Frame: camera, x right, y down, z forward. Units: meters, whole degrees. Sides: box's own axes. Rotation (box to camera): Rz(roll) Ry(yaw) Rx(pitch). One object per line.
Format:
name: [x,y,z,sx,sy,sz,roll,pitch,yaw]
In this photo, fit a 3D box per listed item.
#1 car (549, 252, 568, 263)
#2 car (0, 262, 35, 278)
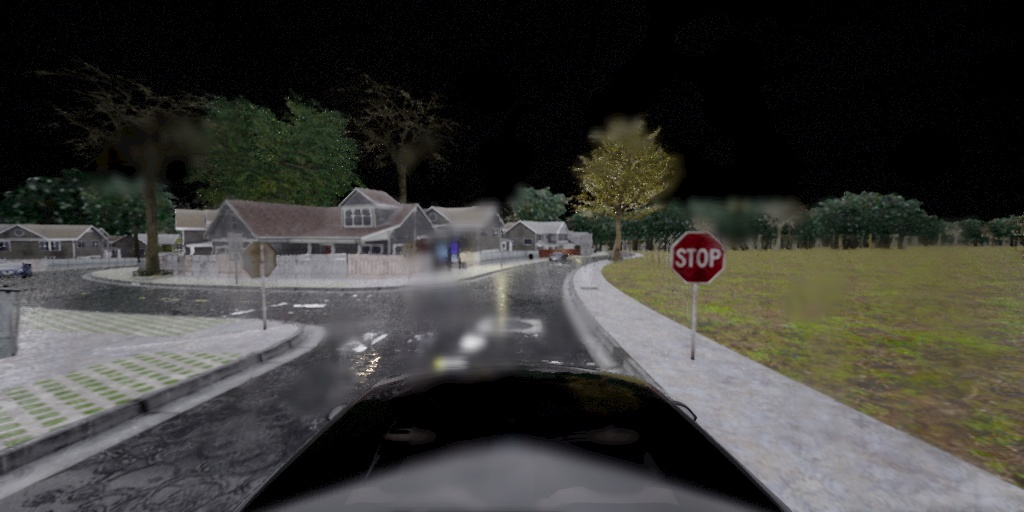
car: [6.350,0.171,48.665,2.128,1.511,4.902,1,2,21]
car: [-45.295,1.295,32.514,4.674,1.442,1.812,0,2,42]
